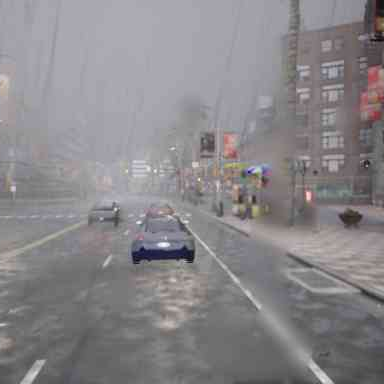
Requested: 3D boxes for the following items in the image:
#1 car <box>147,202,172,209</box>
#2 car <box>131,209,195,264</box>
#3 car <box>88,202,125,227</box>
[{"bbox_3d":[-2.460,1.427,25.457,1.994,1.385,4.181,0,0,-7],"label":"car"},{"bbox_3d":[-1.018,1.500,11.702,1.994,1.385,4.181,0,0,-5],"label":"car"},{"bbox_3d":[-5.620,1.384,22.107,2.128,1.511,4.902,0,0,-6],"label":"car"}]
